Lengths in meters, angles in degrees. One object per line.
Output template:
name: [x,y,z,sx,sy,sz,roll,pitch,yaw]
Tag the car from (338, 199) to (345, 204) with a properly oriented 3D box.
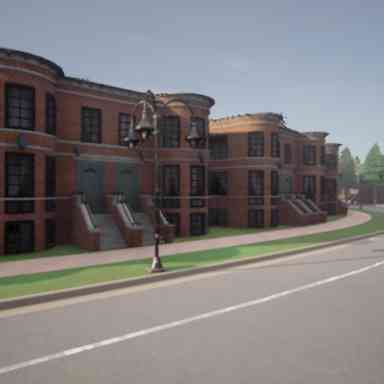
car: [25.709,1.788,60.672,2.128,1.511,4.902,0,0,-13]
